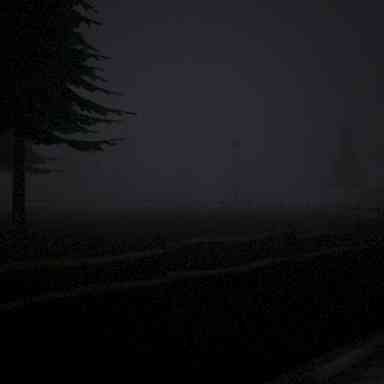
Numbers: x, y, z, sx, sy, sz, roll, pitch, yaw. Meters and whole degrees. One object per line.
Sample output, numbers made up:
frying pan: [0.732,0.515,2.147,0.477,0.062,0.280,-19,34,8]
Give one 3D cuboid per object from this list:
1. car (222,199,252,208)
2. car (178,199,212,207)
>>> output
car: [7.258,1.869,53.980,4.892,1.490,1.837,0,0,30]
car: [0.483,1.854,53.500,5.357,1.411,2.033,0,0,18]
